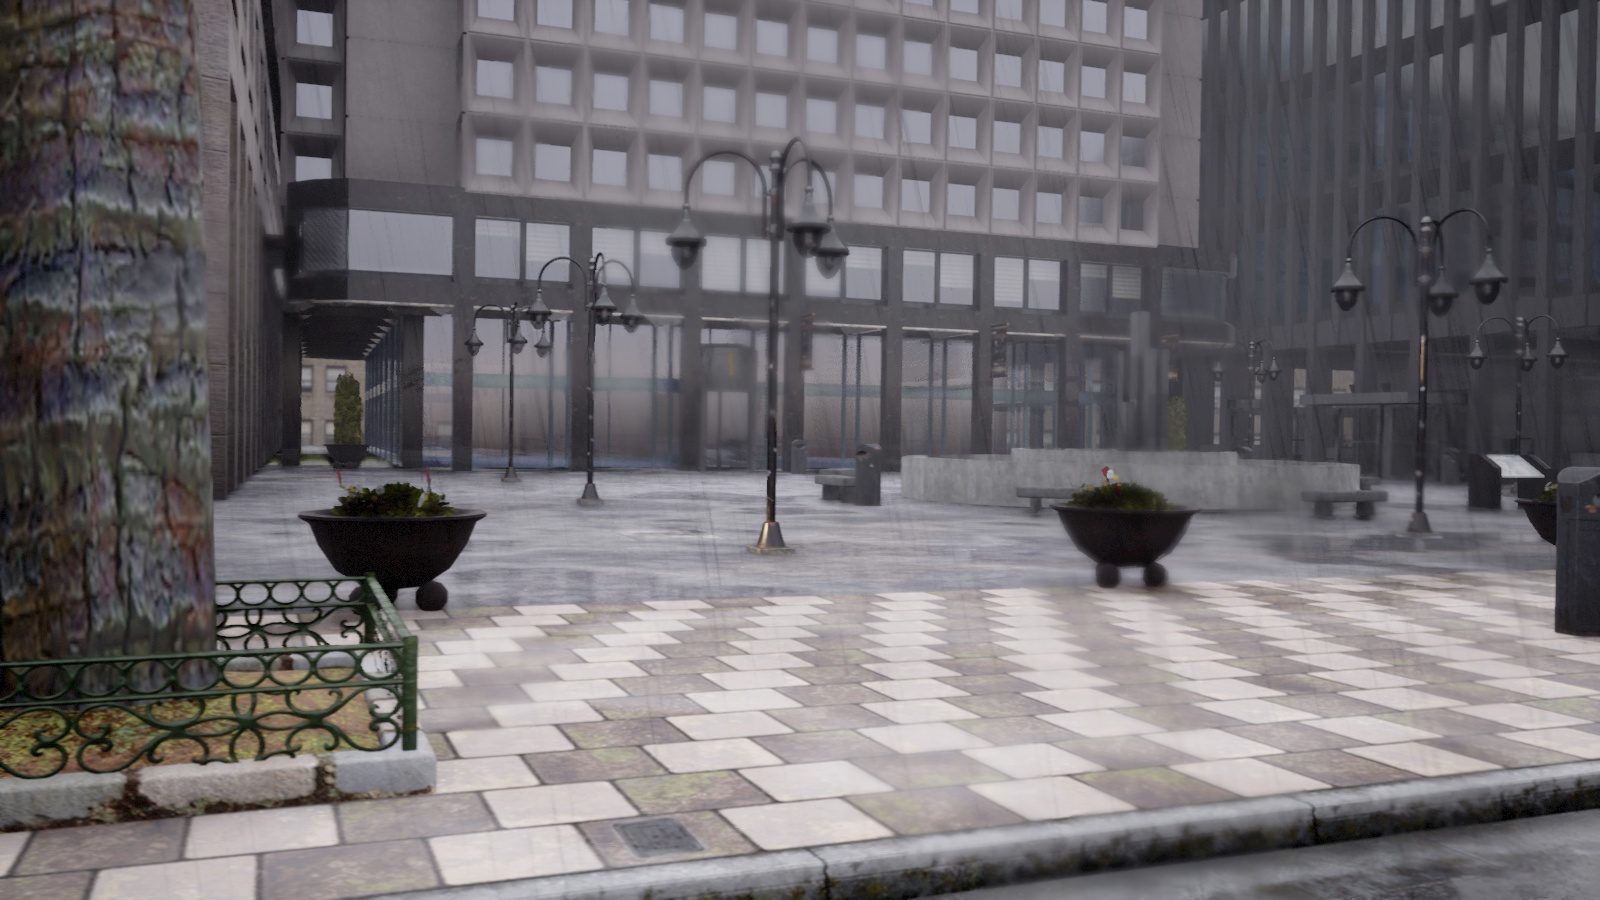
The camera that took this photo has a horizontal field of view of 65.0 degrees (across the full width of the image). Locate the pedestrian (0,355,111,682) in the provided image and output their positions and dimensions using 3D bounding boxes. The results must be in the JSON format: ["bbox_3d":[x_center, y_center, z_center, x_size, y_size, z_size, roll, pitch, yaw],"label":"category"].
[{"bbox_3d":[-4.359,0.380,7.276,0.594,1.836,0.345,-1,1,-25],"label":"pedestrian"}]
